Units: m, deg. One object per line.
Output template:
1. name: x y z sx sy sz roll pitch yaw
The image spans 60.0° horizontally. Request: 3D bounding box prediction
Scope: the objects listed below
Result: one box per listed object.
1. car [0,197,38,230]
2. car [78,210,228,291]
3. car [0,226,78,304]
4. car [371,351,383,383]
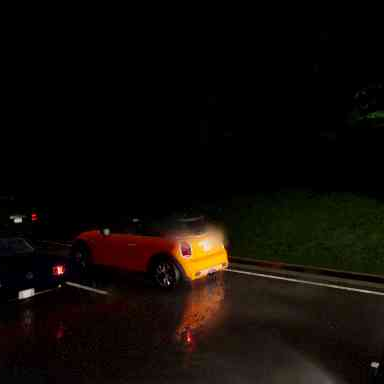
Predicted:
1. car: -9.102 1.222 14.788 5.566 2.045 2.150 0 0 36
2. car: -1.355 1.352 9.263 4.553 1.767 2.097 0 0 36
3. car: -4.881 1.601 7.476 4.718 1.301 1.895 0 0 35
4. car: 3.691 1.547 1.353 5.357 1.411 2.033 0 0 35
